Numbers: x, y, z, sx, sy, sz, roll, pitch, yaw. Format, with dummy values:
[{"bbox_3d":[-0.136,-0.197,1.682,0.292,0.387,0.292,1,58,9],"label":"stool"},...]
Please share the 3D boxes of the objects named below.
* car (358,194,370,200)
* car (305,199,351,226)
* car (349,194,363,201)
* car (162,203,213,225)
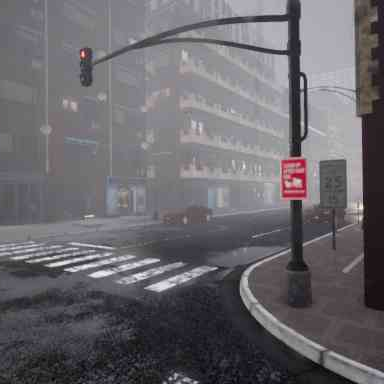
[{"bbox_3d":[42.134,1.230,81.462,1.947,1.339,4.313,-1,0,36],"label":"car"},{"bbox_3d":[8.672,1.371,21.452,1.887,1.381,4.507,-1,0,36],"label":"car"},{"bbox_3d":[35.416,1.292,72.296,1.802,1.307,4.206,-1,0,36],"label":"car"},{"bbox_3d":[-0.255,1.514,23.839,1.887,1.381,4.507,-1,0,36],"label":"car"}]
